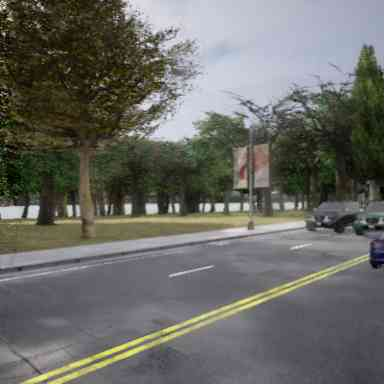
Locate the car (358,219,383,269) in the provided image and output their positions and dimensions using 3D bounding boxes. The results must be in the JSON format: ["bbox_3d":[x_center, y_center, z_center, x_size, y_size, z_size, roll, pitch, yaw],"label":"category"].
[{"bbox_3d":[7.345,1.708,10.940,4.674,1.442,1.812,1,-2,-45],"label":"car"}]

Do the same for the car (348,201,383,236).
[{"bbox_3d":[11.837,1.585,20.293,5.566,2.045,2.150,1,-2,-45],"label":"car"}]

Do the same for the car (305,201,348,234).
[{"bbox_3d":[9.962,1.680,23.011,5.566,2.045,2.150,1,-2,-45],"label":"car"}]
